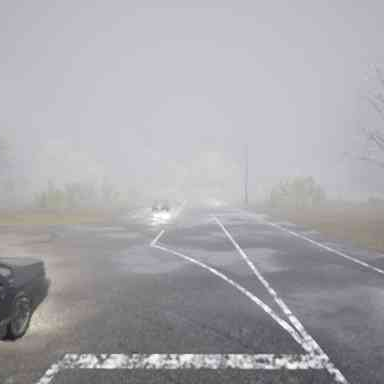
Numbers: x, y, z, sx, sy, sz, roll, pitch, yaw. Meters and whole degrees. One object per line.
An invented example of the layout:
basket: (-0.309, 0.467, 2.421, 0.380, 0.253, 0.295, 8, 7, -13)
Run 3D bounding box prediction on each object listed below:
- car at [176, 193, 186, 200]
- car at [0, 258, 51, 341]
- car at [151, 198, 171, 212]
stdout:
car: (-2.687, 1.032, 81.094, 2.097, 1.767, 4.553, 0, 0, 5)
car: (-3.503, 1.538, 3.758, 2.033, 1.411, 5.357, 0, 0, 0)
car: (-3.285, 1.372, 36.108, 2.128, 1.511, 4.902, 0, 0, 0)
